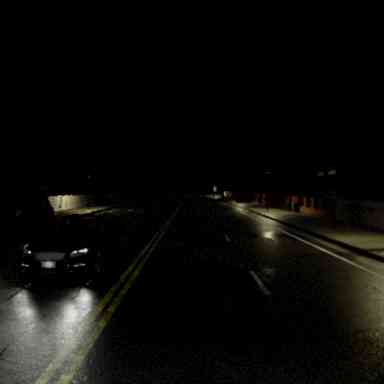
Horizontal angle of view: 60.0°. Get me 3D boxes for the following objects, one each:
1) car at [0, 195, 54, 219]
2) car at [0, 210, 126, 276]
[{"bbox_3d":[-6.567,1.135,11.314,2.150,2.045,5.566,0,0,0],"label":"car"},{"bbox_3d":[-3.322,1.412,10.170,2.128,1.511,4.902,0,0,0],"label":"car"}]
